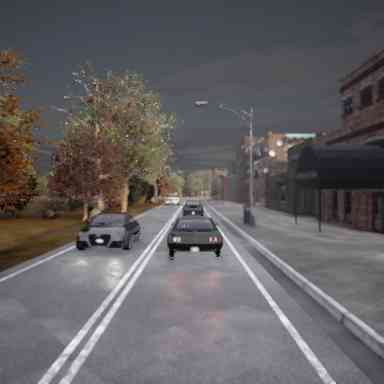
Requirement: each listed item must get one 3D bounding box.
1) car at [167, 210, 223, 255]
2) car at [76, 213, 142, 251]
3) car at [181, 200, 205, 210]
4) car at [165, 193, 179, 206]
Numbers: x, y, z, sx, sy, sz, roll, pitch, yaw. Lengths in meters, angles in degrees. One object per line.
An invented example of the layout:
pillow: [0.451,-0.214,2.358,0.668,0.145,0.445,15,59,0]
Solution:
car: [0.103,1.613,13.248,1.895,1.301,4.718,0,0,0]
car: [-3.349,1.576,14.028,1.994,1.385,4.181,0,0,0]
car: [0.105,1.531,30.675,1.837,1.490,4.892,0,0,0]
car: [-3.304,1.252,55.525,2.150,2.045,5.566,0,0,1]
